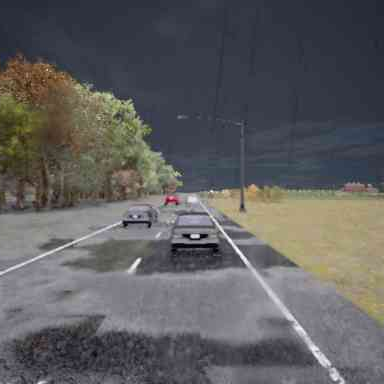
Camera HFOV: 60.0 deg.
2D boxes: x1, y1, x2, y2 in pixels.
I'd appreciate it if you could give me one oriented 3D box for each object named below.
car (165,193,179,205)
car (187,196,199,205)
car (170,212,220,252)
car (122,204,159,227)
[{"bbox_3d":[-3.388,1.169,57.416,2.150,2.045,5.566,0,0,0],"label":"car"},{"bbox_3d":[0.111,1.477,58.095,1.812,1.442,4.674,0,0,0],"label":"car"},{"bbox_3d":[0.105,1.540,13.752,2.033,1.411,5.357,0,0,0],"label":"car"},{"bbox_3d":[-3.395,1.531,22.424,2.033,1.411,5.357,0,0,0],"label":"car"}]
